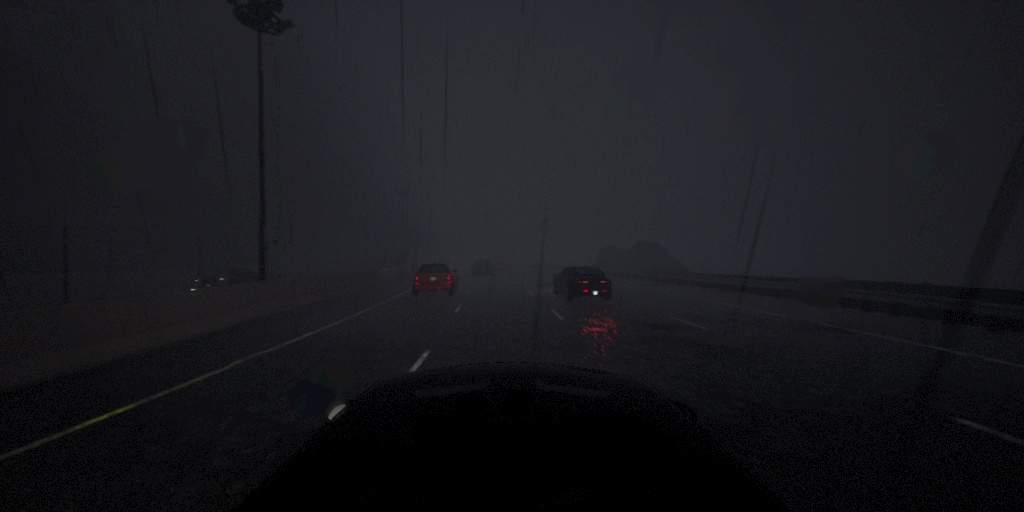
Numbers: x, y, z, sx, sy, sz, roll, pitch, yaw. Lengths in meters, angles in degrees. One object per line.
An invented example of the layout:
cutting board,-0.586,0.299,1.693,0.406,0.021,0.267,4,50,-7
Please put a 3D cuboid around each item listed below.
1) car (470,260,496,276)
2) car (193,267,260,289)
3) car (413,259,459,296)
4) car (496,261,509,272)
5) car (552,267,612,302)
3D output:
car,-3.263,1.165,37.806,2.097,1.767,4.553,-1,0,-11
car,-18.990,1.598,24.396,1.895,1.301,4.718,-1,0,-7
car,-4.195,1.165,20.130,2.097,1.767,4.553,-1,0,-6
car,-1.746,1.364,47.701,1.994,1.385,4.181,-1,0,-14
car,3.141,1.226,16.863,1.837,1.490,4.892,0,0,-5
